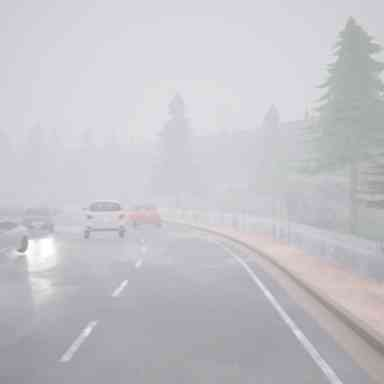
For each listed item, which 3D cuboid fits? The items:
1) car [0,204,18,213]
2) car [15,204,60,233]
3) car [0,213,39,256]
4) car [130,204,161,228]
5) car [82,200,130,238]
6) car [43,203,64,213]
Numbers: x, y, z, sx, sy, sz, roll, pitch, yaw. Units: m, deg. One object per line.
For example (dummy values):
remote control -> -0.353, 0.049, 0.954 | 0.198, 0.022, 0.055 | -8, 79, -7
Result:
car -> -20.519, 2.070, 37.509 | 4.181, 1.385, 1.994 | 0, -1, 29
car -> -10.028, 1.785, 21.636 | 2.128, 1.511, 4.902 | 0, -1, -25
car -> -7.440, 1.688, 11.939 | 1.812, 1.442, 4.674 | 0, -1, -5
car -> -3.985, 1.694, 25.294 | 2.097, 1.767, 4.553 | 0, -1, -25
car -> -5.267, 1.489, 19.768 | 2.150, 2.045, 5.566 | 1, -1, -17
car -> -17.872, 2.089, 40.136 | 5.357, 1.411, 2.033 | 0, -1, 30
